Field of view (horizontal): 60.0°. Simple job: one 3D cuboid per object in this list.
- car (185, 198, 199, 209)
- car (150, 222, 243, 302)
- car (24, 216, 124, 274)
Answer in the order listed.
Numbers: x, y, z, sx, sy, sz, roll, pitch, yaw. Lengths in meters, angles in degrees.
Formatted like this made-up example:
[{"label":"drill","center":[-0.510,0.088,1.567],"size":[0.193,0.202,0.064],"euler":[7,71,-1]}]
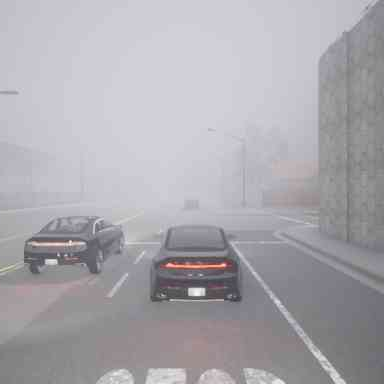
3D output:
[{"label":"car","center":[-0.026,1.491,44.230],"size":[2.128,1.511,4.902],"euler":[0,0,0]},{"label":"car","center":[0.078,1.505,8.252],"size":[1.837,1.490,4.892],"euler":[0,0,0]},{"label":"car","center":[-3.430,1.491,10.520],"size":[2.128,1.511,4.902],"euler":[0,0,0]}]
